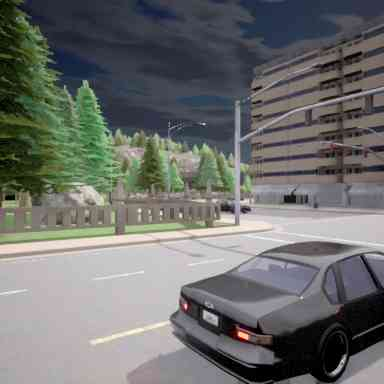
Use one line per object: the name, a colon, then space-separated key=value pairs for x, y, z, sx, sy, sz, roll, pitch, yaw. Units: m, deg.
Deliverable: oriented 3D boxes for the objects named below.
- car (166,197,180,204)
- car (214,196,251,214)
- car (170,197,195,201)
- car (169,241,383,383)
car: x=-3.406 y=1.545 z=61.624 sx=1.895 sy=1.301 sz=4.718 roll=0 pitch=0 yaw=6
car: x=3.799 y=1.492 z=34.770 sx=2.033 sy=1.411 sz=5.357 roll=0 pitch=0 yaw=-33
car: x=-0.896 y=1.436 z=43.902 sx=2.128 sy=1.511 sz=4.902 roll=0 pitch=0 yaw=-20
car: x=2.273 y=1.547 z=5.410 sx=5.357 sy=1.411 sz=2.033 roll=0 pitch=0 yaw=-35
